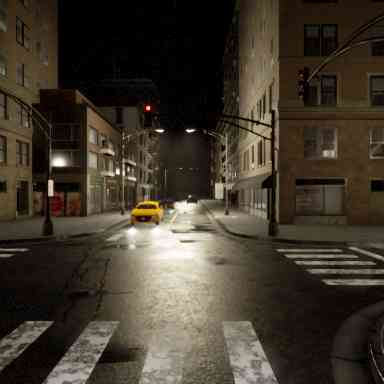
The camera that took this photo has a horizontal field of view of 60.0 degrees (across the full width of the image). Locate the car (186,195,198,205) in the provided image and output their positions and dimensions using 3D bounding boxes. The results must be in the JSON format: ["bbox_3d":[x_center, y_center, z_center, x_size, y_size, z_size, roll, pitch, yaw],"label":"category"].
[{"bbox_3d":[0.031,1.454,59.266,2.128,1.511,4.902,0,0,0],"label":"car"}]

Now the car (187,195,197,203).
[{"bbox_3d":[0.017,1.446,69.630,2.128,1.511,4.902,0,0,0],"label":"car"}]

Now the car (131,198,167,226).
[{"bbox_3d":[-3.126,1.469,23.824,1.882,1.535,5.008,0,0,0],"label":"car"}]

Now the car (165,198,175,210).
[{"bbox_3d":[-3.146,1.523,42.652,2.033,1.411,5.357,0,0,0],"label":"car"}]

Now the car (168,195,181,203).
[{"bbox_3d":[-3.069,1.233,58.789,1.994,1.385,4.181,0,0,0],"label":"car"}]
